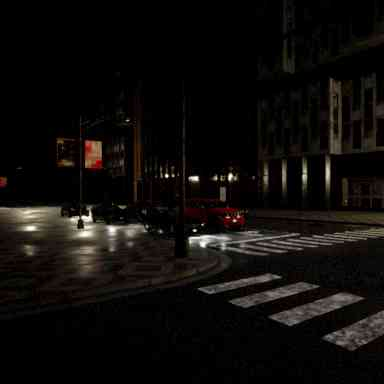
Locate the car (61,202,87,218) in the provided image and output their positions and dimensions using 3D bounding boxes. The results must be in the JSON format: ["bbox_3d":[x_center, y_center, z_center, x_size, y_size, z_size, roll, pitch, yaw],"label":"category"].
[{"bbox_3d":[-13.003,1.866,36.898,2.097,1.767,4.553,0,-1,-36],"label":"car"}]

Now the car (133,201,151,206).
[{"bbox_3d":[-4.571,1.716,30.700,2.097,1.767,4.553,0,-1,-36],"label":"car"}]

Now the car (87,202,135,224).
[{"bbox_3d":[-7.089,1.855,28.629,1.882,1.535,5.008,0,-1,-36],"label":"car"}]

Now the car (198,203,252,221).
[{"bbox_3d":[3.016,1.828,31.604,2.033,1.411,5.357,0,-1,-36],"label":"car"}]

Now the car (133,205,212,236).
[{"bbox_3d":[-1.396,1.793,20.680,2.033,1.411,5.357,0,-1,-36],"label":"car"}]

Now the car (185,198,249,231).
[{"bbox_3d":[1.088,1.455,22.838,2.150,2.045,5.566,0,-1,-34],"label":"car"}]

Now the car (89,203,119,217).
[{"bbox_3d":[-10.357,2.023,38.784,1.812,1.442,4.674,0,-1,-35],"label":"car"}]
